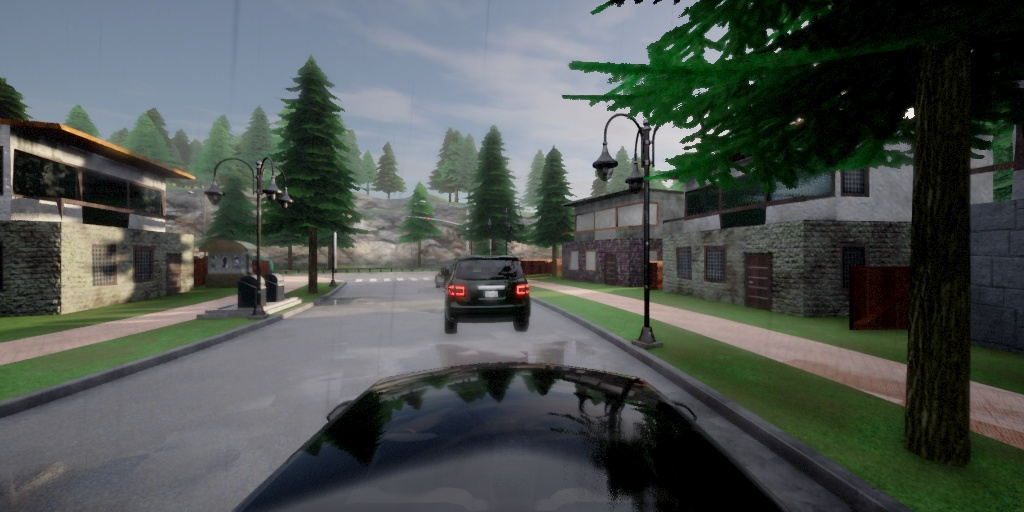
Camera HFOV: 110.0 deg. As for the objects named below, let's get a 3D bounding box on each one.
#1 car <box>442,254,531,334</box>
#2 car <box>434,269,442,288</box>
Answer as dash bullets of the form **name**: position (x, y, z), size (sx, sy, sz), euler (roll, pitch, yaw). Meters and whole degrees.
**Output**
- **car**: position (-0.937, 0.971, 10.895), size (2.150, 2.045, 5.566), euler (0, 0, -10)
- **car**: position (-3.324, 1.297, 21.098), size (2.033, 1.411, 5.357), euler (0, 0, -21)
